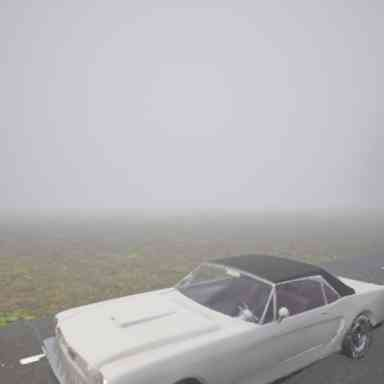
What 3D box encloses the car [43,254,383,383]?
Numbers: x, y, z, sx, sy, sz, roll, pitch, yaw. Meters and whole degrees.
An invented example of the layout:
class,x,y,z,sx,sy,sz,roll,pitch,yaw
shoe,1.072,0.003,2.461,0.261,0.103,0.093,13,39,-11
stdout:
class,x,y,z,sx,sy,sz,roll,pitch,yaw
car,0.650,1.620,4.439,4.718,1.301,1.895,0,0,-35
